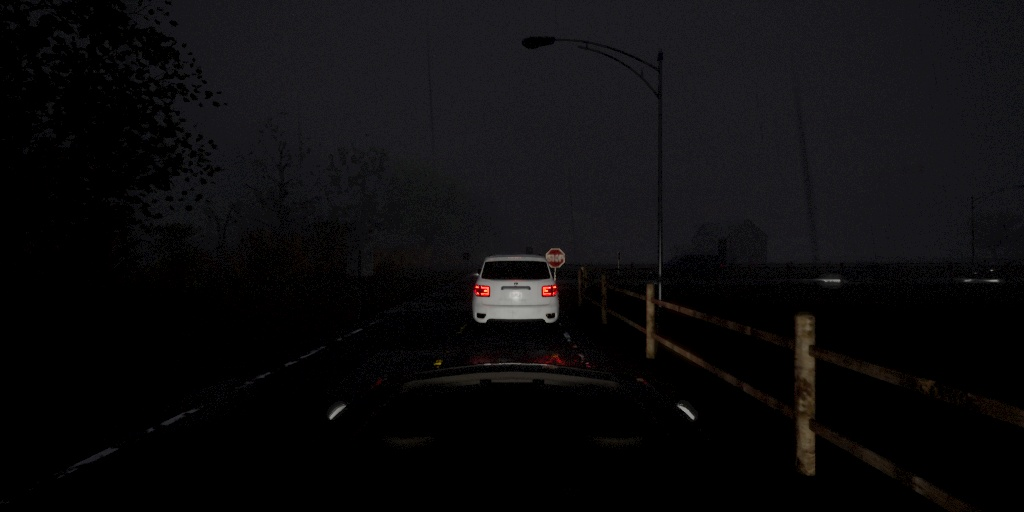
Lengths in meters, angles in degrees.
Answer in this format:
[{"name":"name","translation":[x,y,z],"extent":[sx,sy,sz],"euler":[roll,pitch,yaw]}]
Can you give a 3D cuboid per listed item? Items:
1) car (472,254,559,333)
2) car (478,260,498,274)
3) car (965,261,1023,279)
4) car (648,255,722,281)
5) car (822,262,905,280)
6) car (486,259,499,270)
[{"name":"car","translation":[0.097,0.971,10.825],"extent":[2.150,2.045,5.566],"euler":[0,0,0]},{"name":"car","translation":[-2.840,1.277,43.114],"extent":[2.033,1.411,5.357],"euler":[0,0,0]},{"name":"car","translation":[39.772,1.103,29.013],"extent":[4.674,1.442,1.812],"euler":[0,0,-1]},{"name":"car","translation":[13.830,0.913,28.601],"extent":[5.566,2.045,2.150],"euler":[0,0,-1]},{"name":"car","translation":[28.241,1.178,28.843],"extent":[5.357,1.411,2.033],"euler":[0,0,-1]},{"name":"car","translation":[-2.832,1.240,52.934],"extent":[1.812,1.442,4.674],"euler":[0,0,0]}]
